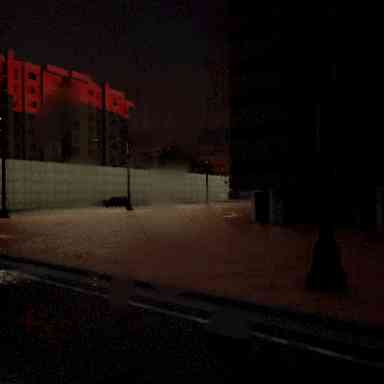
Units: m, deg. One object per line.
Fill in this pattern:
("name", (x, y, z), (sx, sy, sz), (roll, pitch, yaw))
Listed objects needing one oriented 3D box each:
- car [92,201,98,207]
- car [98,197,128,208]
("car", (-17.597, 2.238, 66.225), (1.837, 1.490, 4.892), (-1, 0, 36))
("car", (-14.781, 1.912, 64.183), (2.150, 2.045, 5.566), (-1, -1, 36))
